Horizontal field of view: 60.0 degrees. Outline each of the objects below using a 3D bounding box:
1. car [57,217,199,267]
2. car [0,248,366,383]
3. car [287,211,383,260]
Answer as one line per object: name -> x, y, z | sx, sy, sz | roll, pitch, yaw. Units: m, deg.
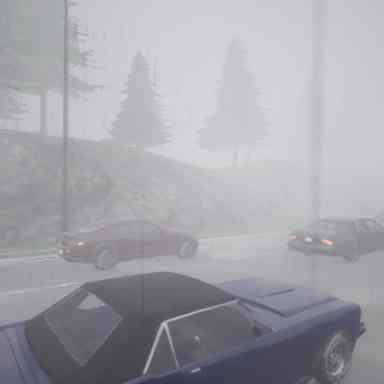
car -> -1.938, 1.555, 10.991 | 4.674, 1.442, 1.812 | 0, 0, -36
car -> -0.073, 1.613, 3.702 | 4.718, 1.301, 1.895 | 0, 0, -36
car -> 5.797, 1.613, 12.309 | 5.357, 1.411, 2.033 | 0, 0, -37
